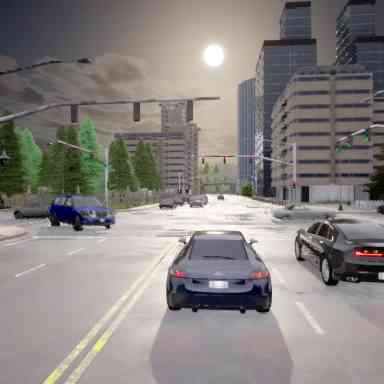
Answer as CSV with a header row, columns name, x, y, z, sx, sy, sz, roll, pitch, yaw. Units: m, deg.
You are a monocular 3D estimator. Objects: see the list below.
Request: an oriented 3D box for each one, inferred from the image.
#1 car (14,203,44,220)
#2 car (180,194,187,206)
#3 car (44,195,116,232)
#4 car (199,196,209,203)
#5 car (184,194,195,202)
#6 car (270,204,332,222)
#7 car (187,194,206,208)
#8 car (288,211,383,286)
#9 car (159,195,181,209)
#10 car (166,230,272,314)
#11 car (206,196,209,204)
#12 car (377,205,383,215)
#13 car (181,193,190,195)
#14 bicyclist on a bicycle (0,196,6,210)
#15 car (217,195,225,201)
name,x,y,z,sx,sy,sz,roll,pitch,yaw
car,-12.241,1.563,27.239,4.181,1.385,1.994,0,0,2
car,-2.300,1.547,54.778,2.033,1.411,5.357,0,0,5
car,-6.825,1.223,20.463,2.150,2.045,5.566,3,-2,-43
car,2.443,1.505,68.413,1.837,1.490,4.892,0,0,5
car,-0.482,1.355,75.282,2.097,1.767,4.553,0,0,5
car,8.441,1.601,25.387,4.718,1.301,1.895,0,0,5
car,0.718,1.505,48.952,1.837,1.490,4.892,0,0,5
car,4.233,1.505,9.346,1.837,1.490,4.892,0,0,5
car,-3.151,1.547,44.740,2.033,1.411,5.357,0,0,5
car,0.600,1.564,7.730,1.994,1.385,4.181,0,0,4
car,1.500,1.352,58.043,2.097,1.767,4.553,0,0,5
car,20.371,1.478,31.618,5.008,1.535,1.882,0,0,5
car,-1.384,1.222,65.073,2.150,2.045,5.566,0,0,5
bicyclist on a bicycle,-22.306,1.301,38.971,0.582,1.620,1.656,0,0,5
car,7.431,1.500,85.849,1.837,1.490,4.892,0,0,5
